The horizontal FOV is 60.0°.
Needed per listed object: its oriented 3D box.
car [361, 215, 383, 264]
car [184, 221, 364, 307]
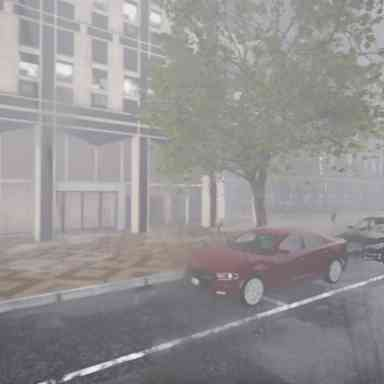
[{"bbox_3d":[6.506,1.485,11.176,4.403,1.369,2.008,0,1,-35],"label":"car"},{"bbox_3d":[1.899,1.511,7.894,4.507,1.381,1.887,0,1,-35],"label":"car"}]
